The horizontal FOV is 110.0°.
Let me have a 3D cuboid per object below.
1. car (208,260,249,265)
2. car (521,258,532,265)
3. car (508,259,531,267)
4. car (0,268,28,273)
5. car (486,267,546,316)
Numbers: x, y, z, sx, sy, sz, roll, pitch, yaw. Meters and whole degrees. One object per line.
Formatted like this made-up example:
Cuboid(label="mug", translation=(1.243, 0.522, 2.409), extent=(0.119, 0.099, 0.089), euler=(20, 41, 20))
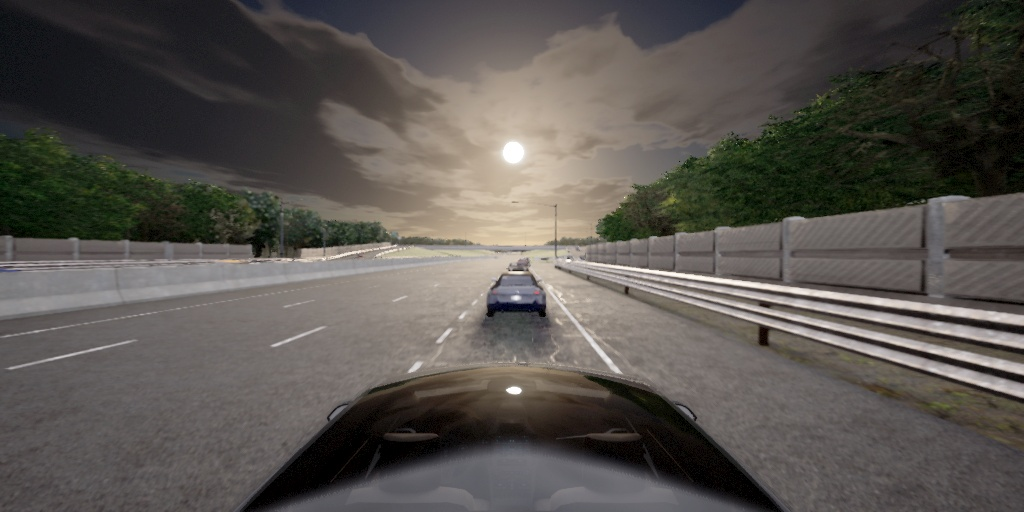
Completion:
Cuboid(label="car", translation=(-20.678, 1.061, 25.869), extent=(1.882, 1.535, 5.008), euler=(0, 0, 1))
Cuboid(label="car", translation=(2.204, 1.039, 63.006), extent=(1.994, 1.385, 4.181), euler=(0, 0, 12))
Cuboid(label="car", translation=(0.563, 1.202, 33.414), extent=(1.895, 1.301, 4.718), euler=(0, 0, 1))
Cuboid(label="car", translation=(-24.384, 1.101, 15.340), extent=(1.882, 1.535, 5.008), euler=(0, 0, 1))
Cuboid(label="car", translation=(0.169, 1.260, 13.092), extent=(1.994, 1.385, 4.181), euler=(0, 0, 1))
